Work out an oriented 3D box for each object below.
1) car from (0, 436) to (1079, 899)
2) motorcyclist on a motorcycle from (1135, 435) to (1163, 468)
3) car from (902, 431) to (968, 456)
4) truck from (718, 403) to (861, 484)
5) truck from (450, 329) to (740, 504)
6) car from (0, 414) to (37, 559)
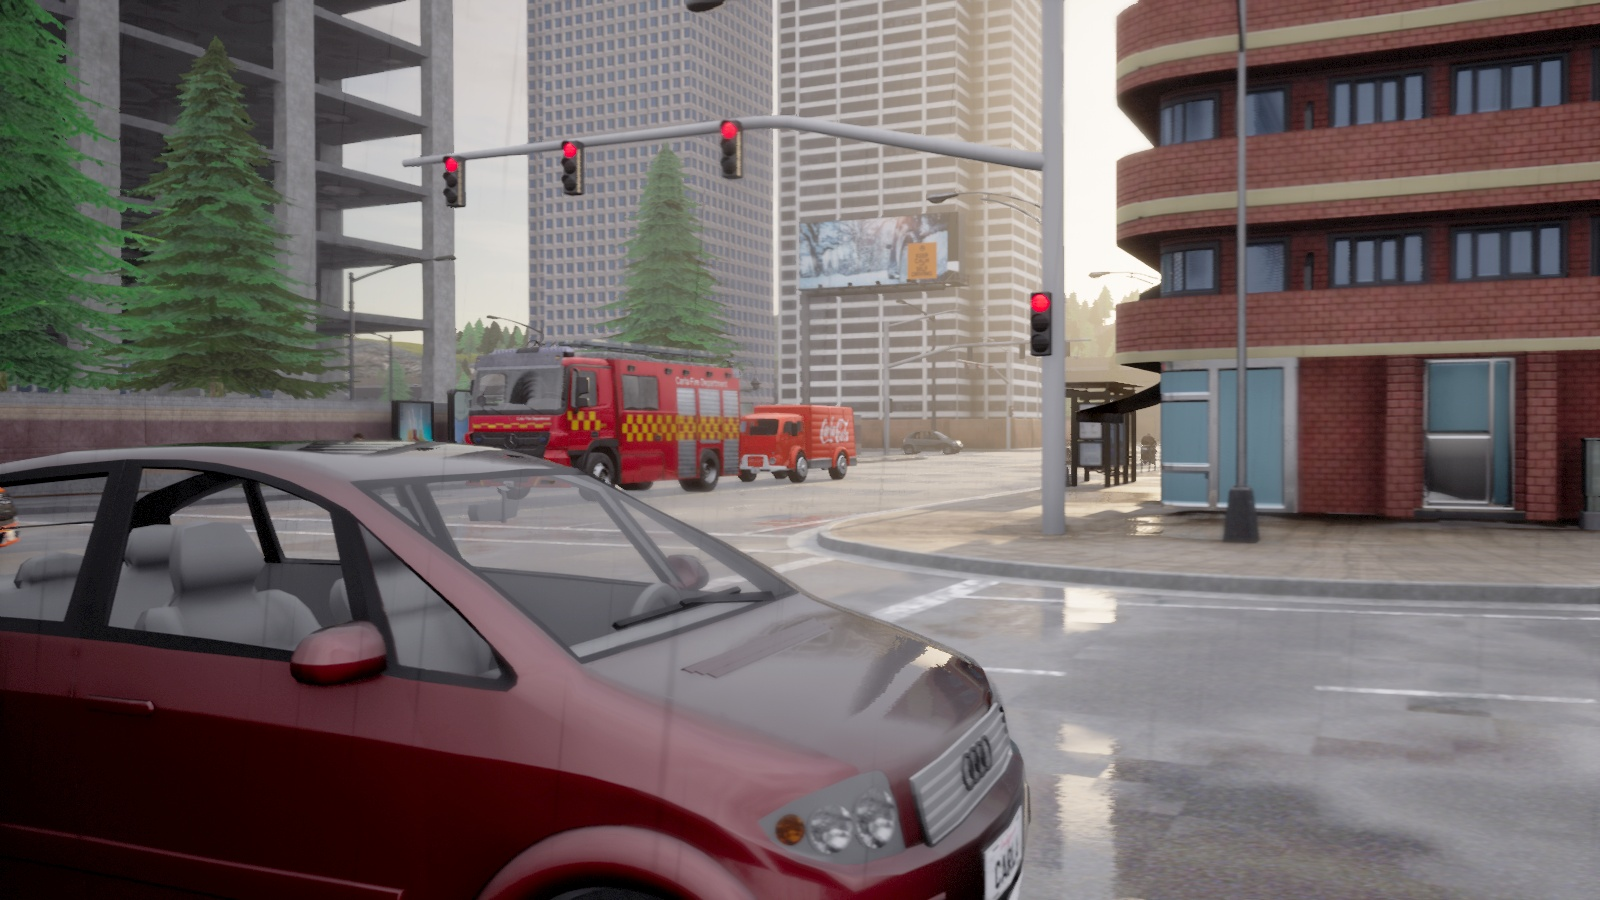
[{"bbox_3d":[-1.220,0.745,3.621,3.705,1.549,1.789,1,1,22],"label":"car"},{"bbox_3d":[16.561,0.075,59.586,0.866,1.530,2.191,1,1,26],"label":"motorcyclist on a motorcycle"},{"bbox_3d":[8.992,-0.461,83.751,3.988,1.617,1.851,1,1,23],"label":"car"},{"bbox_3d":[-0.251,-0.234,41.201,2.627,2.467,5.204,1,1,26],"label":"truck"},{"bbox_3d":[-4.835,-0.788,31.856,2.891,3.827,8.468,1,1,26],"label":"truck"},{"bbox_3d":[-12.171,0.445,15.380,4.553,1.767,2.097,0,1,-23],"label":"car"}]
